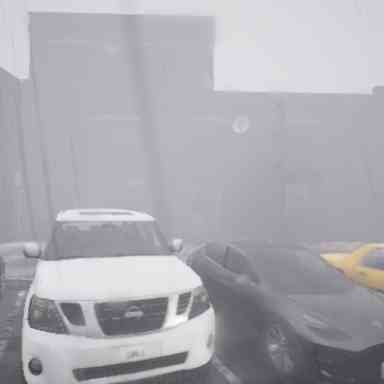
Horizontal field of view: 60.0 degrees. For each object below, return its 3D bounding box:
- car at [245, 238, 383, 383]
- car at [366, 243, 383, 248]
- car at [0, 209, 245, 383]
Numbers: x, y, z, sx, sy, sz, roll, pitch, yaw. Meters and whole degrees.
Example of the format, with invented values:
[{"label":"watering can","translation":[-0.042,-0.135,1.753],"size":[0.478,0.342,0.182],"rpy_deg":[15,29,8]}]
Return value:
[{"label":"car","translation":[1.407,1.661,6.002],"size":[2.163,1.488,4.792],"rpy_deg":[2,-2,-22]},{"label":"car","translation":[4.469,1.658,5.946],"size":[1.946,1.575,5.366],"rpy_deg":[2,-2,-22]},{"label":"car","translation":[-1.590,1.346,5.927],"size":[2.435,2.045,5.566],"rpy_deg":[2,-2,-22]}]
